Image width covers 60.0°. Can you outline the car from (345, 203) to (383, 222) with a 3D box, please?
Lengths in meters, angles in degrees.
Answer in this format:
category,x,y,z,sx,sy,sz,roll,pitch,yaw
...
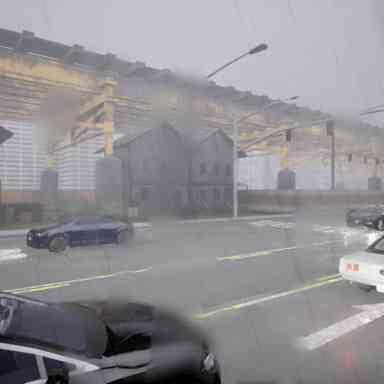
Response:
category,x,y,z,sx,sy,sz,roll,pitch,yaw
car,14.792,1.600,27.404,4.718,1.301,1.895,0,0,-35

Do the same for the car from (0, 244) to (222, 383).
category,x,y,z,sx,sy,sz,roll,pitch,yaw
car,-1.951,1.492,2.354,4.902,1.511,2.128,0,0,-35

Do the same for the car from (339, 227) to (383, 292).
category,x,y,z,sx,sy,sz,roll,pitch,yaw
car,5.565,1.601,7.740,4.718,1.301,1.895,0,0,-35

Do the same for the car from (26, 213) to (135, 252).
category,x,y,z,sx,sy,sz,roll,pitch,yaw
car,-4.468,1.564,13.697,4.181,1.385,1.994,0,0,-35

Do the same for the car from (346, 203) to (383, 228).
category,x,y,z,sx,sy,sz,roll,pitch,yaw
car,11.582,1.505,20.824,4.892,1.490,1.837,0,0,-35
